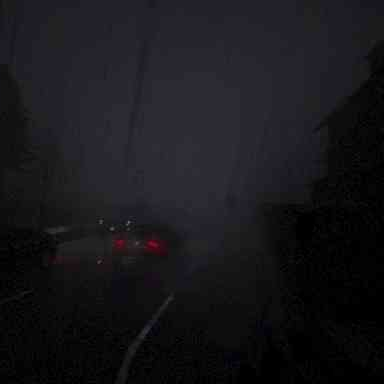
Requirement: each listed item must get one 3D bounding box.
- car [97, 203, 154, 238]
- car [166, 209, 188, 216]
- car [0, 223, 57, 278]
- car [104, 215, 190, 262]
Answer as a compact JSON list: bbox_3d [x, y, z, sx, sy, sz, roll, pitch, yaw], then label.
[{"bbox_3d":[-3.972,1.731,21.029,2.150,2.045,5.566,1,-1,9],"label":"car"},{"bbox_3d":[-1.579,2.532,36.493,2.033,1.411,5.357,1,-1,9],"label":"car"},{"bbox_3d":[-5.725,1.701,9.382,1.837,1.490,4.892,1,-1,9],"label":"car"},{"bbox_3d":[-1.459,1.964,14.119,2.033,1.411,5.357,1,-1,12],"label":"car"}]
